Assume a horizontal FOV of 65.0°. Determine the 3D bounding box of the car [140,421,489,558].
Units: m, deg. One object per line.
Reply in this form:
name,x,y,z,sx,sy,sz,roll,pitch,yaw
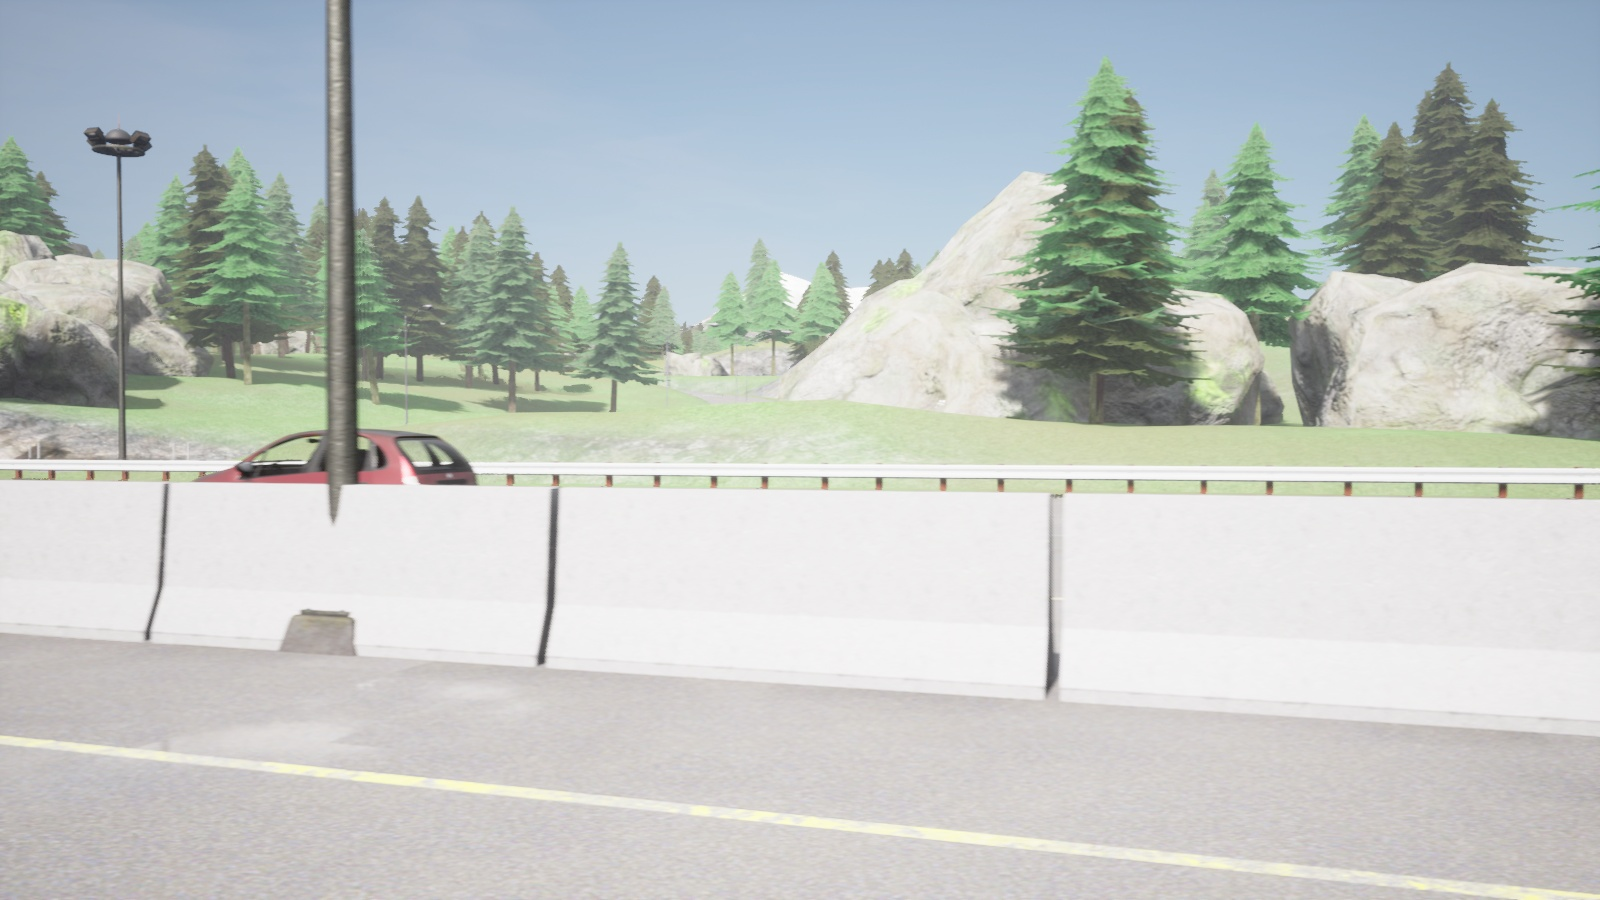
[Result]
car,-6.304,0.439,16.390,3.988,1.617,1.851,1,1,19
